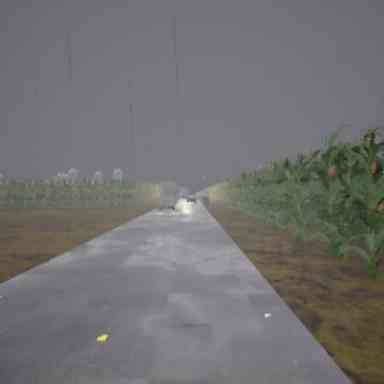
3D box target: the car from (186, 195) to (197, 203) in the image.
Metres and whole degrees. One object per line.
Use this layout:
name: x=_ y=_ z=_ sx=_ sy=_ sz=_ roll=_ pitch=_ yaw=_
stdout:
car: x=-0.064 y=1.404 z=64.179 sx=1.882 sy=1.535 sz=5.008 roll=0 pitch=0 yaw=0

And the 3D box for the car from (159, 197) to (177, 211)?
car: x=-2.788 y=1.428 z=39.060 sx=1.837 sy=1.490 sz=4.892 roll=0 pitch=0 yaw=0

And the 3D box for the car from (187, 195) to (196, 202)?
car: x=-0.074 y=1.364 z=74.604 sx=1.812 sy=1.442 sz=4.674 roll=0 pitch=0 yaw=0
